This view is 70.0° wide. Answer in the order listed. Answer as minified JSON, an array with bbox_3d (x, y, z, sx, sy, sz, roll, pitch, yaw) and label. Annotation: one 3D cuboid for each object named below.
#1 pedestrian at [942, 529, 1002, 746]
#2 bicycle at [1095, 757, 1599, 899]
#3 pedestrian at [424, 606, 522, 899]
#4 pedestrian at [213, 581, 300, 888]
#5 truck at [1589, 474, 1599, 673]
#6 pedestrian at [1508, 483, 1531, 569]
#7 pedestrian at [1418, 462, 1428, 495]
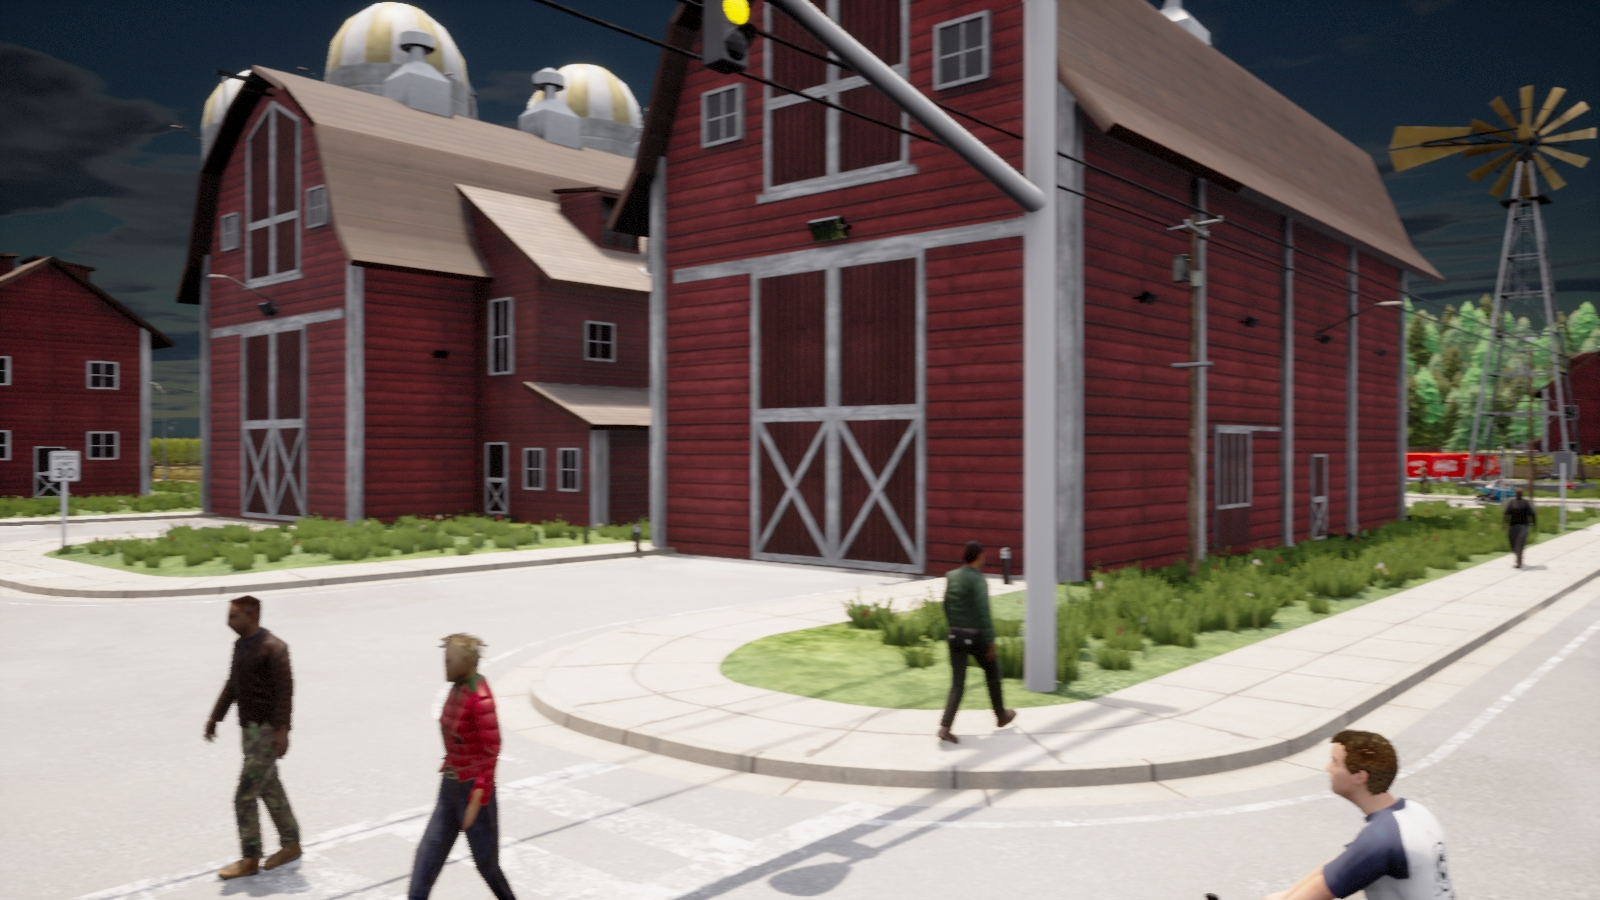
[{"bbox_3d":[1.545,1.658,10.250,0.375,1.860,0.375,0,0,-40],"label":"pedestrian"},{"bbox_3d":[1.910,2.033,4.115,1.643,1.496,0.373,0,0,40],"label":"bicycle"},{"bbox_3d":[-1.776,1.815,6.204,0.375,1.860,0.375,0,0,45],"label":"pedestrian"},{"bbox_3d":[-3.529,1.814,7.424,0.375,1.860,0.375,0,0,36],"label":"pedestrian"},{"bbox_3d":[12.595,1.551,15.427,2.627,2.467,5.204,0,0,41],"label":"truck"},{"bbox_3d":[15.928,1.668,25.304,0.375,1.860,0.375,0,0,41],"label":"pedestrian"},{"bbox_3d":[35.680,1.625,65.425,0.375,1.860,0.375,0,0,-24],"label":"pedestrian"}]
